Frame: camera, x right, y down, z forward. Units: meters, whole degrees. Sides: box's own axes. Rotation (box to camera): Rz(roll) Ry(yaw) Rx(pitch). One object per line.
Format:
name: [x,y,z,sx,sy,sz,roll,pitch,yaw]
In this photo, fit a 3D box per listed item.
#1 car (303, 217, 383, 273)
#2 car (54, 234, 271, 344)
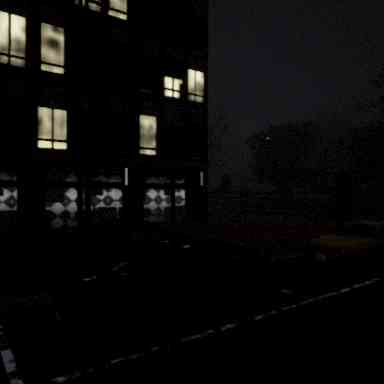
car: [5.546,1.506,10.676,4.829,1.417,1.752,0,0,-36]
car: [-0.314,1.560,6.433,4.313,1.339,1.947,0,0,-36]
